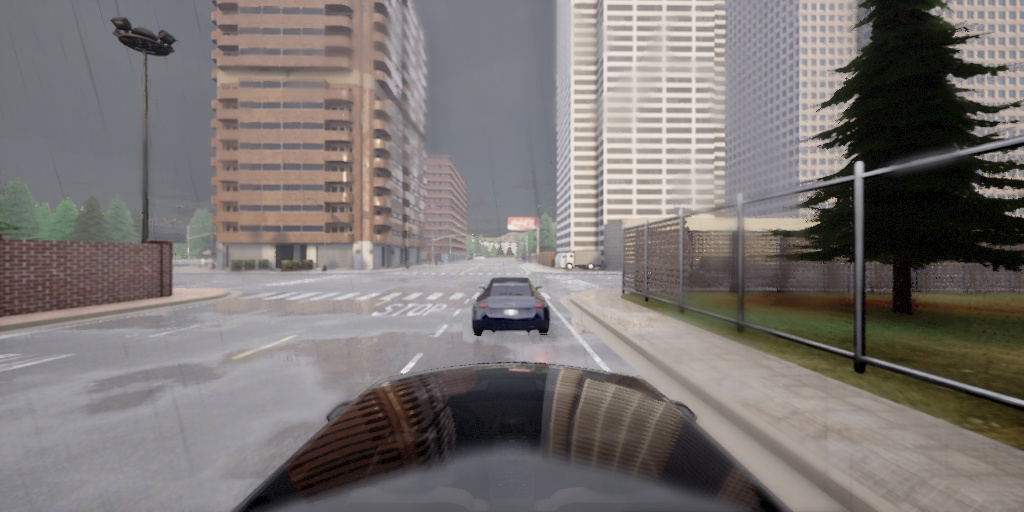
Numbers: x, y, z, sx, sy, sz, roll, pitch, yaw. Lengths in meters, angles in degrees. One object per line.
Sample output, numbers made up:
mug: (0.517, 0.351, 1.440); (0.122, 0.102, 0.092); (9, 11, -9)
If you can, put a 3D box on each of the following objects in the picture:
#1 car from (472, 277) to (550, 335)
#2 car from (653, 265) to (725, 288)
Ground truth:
car: (-0.043, 1.297, 10.468); (1.994, 1.385, 4.181); (0, 0, -1)
car: (10.851, 1.227, 22.395); (4.181, 1.385, 1.994); (0, 0, 0)
